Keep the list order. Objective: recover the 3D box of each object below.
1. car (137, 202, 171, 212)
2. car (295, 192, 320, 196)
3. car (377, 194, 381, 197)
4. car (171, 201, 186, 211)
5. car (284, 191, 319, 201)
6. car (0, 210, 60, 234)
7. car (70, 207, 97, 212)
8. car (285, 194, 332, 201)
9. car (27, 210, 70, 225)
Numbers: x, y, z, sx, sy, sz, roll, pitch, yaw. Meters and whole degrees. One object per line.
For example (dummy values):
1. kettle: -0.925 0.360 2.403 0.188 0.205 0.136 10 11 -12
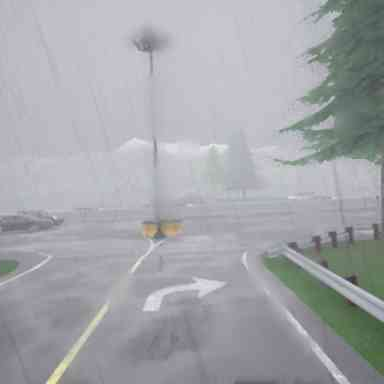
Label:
1. car: -5.888 2.325 48.481 4.674 1.442 1.812 -3 0 0
2. car: 18.028 1.181 48.601 4.674 1.442 1.812 -3 0 0
3. car: 31.648 0.505 52.167 5.008 1.535 1.882 -4 0 0
4. car: -3.278 2.223 51.992 4.674 1.442 1.812 -3 0 0
5. car: 17.347 0.933 52.083 5.566 2.045 2.150 -3 0 0
6. car: -13.829 2.547 27.227 4.892 1.490 1.837 -3 0 0
7. car: -14.137 2.655 41.426 4.892 1.490 1.837 -2 0 0
8. car: 14.659 1.373 41.614 4.718 1.301 1.895 -3 0 0
9. car: -14.184 2.434 30.727 4.553 1.767 2.097 -3 0 0
